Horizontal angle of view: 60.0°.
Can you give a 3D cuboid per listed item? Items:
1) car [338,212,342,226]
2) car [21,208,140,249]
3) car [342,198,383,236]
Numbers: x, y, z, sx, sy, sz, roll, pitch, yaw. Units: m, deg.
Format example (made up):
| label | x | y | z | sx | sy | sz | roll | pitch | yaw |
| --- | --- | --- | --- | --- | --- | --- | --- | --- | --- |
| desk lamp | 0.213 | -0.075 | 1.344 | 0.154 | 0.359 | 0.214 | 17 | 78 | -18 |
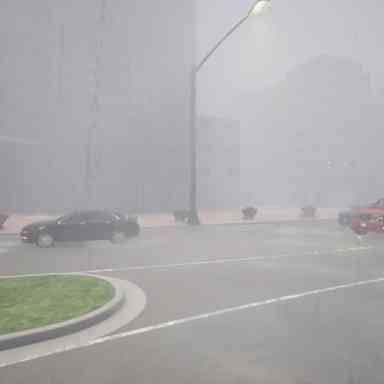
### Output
| label | x | y | z | sx | sy | sz | roll | pitch | yaw |
| --- | --- | --- | --- | --- | --- | --- | --- | --- | --- |
| car | 11.643 | 1.477 | 21.321 | 5.008 | 1.535 | 1.882 | 0 | 0 | -24 |
| car | -4.736 | 1.504 | 14.526 | 4.892 | 1.490 | 1.837 | 0 | 0 | -19 |
| car | 10.731 | 1.221 | 17.073 | 5.566 | 2.045 | 2.150 | 0 | 0 | -24 |
